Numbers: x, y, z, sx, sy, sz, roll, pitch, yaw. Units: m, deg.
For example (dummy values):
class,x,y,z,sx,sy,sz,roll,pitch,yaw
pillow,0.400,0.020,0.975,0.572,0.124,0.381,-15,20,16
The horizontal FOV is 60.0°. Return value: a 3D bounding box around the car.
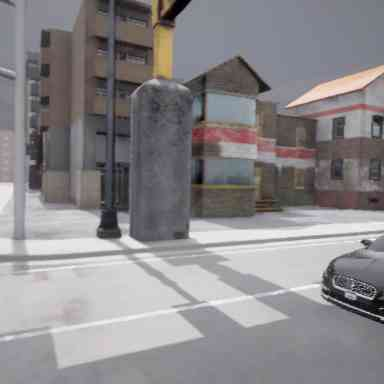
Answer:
class,x,y,z,sx,sy,sz,roll,pitch,yaw
car,4.623,1.377,6.257,4.892,1.490,1.837,0,2,-27
